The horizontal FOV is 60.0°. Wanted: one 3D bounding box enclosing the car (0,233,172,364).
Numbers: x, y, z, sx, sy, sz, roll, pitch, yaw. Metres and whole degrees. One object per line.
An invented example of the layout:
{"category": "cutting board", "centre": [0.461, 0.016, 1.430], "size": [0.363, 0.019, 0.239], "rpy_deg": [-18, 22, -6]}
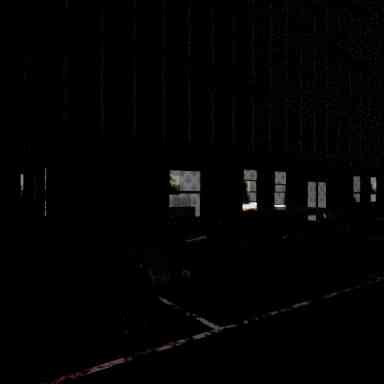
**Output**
{"category": "car", "centre": [-2.594, 1.440, 4.884], "size": [4.097, 1.590, 1.967], "rpy_deg": [0, 0, -35]}

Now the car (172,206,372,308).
{"category": "car", "centre": [1.937, 1.314, 8.105], "size": [5.009, 1.841, 2.192], "rpy_deg": [0, 0, -35]}

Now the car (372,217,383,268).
{"category": "car", "centre": [6.468, 1.561, 11.329], "size": [4.313, 1.339, 1.947], "rpy_deg": [0, 0, -35]}
